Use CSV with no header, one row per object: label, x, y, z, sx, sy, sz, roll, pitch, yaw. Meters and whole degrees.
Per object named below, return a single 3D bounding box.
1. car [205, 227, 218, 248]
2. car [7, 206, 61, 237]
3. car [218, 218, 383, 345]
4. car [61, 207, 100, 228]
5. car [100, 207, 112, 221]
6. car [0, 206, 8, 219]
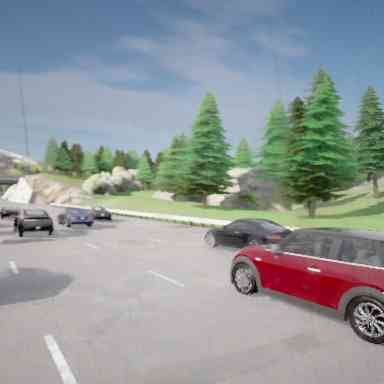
car,2.437,1.847,14.308,1.812,1.442,4.674,1,-1,-32
car,-9.848,1.805,20.514,2.128,1.511,4.902,1,-1,-33
car,2.818,1.534,7.144,2.097,1.767,4.553,1,-1,-32
car,-9.227,1.976,26.024,2.033,1.411,5.357,1,-1,-33
car,-9.449,2.127,32.839,1.994,1.385,4.181,1,-1,-33
car,-18.928,2.097,34.642,1.895,1.301,4.718,1,-1,-33
